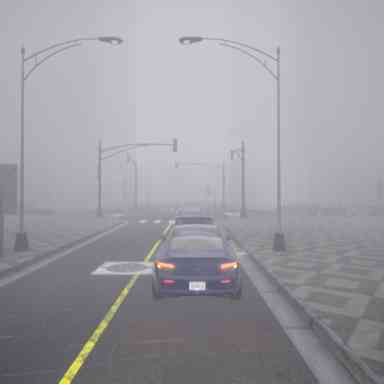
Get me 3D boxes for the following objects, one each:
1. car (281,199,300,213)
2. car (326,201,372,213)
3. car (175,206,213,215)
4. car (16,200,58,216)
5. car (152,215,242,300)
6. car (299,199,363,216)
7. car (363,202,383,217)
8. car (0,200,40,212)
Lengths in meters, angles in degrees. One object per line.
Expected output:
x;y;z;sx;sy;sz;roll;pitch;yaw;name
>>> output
12.340;1.560;38.277;4.097;1.590;1.967;0;-1;0;car
18.010;1.691;38.293;4.403;1.369;2.008;0;-1;0;car
0.103;1.481;17.630;1.882;1.535;5.008;0;0;0;car
-14.583;1.435;29.667;4.829;1.417;1.752;0;-1;0;car
0.105;1.527;8.291;1.812;1.442;4.674;0;0;0;car
12.337;1.541;29.751;4.403;1.369;2.008;0;-1;0;car
18.007;1.577;29.769;4.313;1.339;1.947;0;-1;0;car
-20.151;1.577;38.173;4.403;1.369;2.008;0;-1;0;car
